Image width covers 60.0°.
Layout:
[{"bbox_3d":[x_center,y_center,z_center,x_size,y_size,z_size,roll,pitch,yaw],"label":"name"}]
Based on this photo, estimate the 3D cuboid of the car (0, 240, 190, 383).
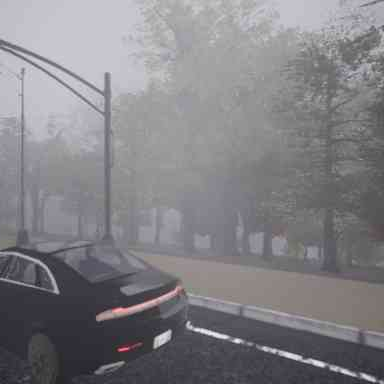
[{"bbox_3d":[-2.323,1.536,5.342,4.902,1.511,2.128,0,0,35],"label":"car"}]
